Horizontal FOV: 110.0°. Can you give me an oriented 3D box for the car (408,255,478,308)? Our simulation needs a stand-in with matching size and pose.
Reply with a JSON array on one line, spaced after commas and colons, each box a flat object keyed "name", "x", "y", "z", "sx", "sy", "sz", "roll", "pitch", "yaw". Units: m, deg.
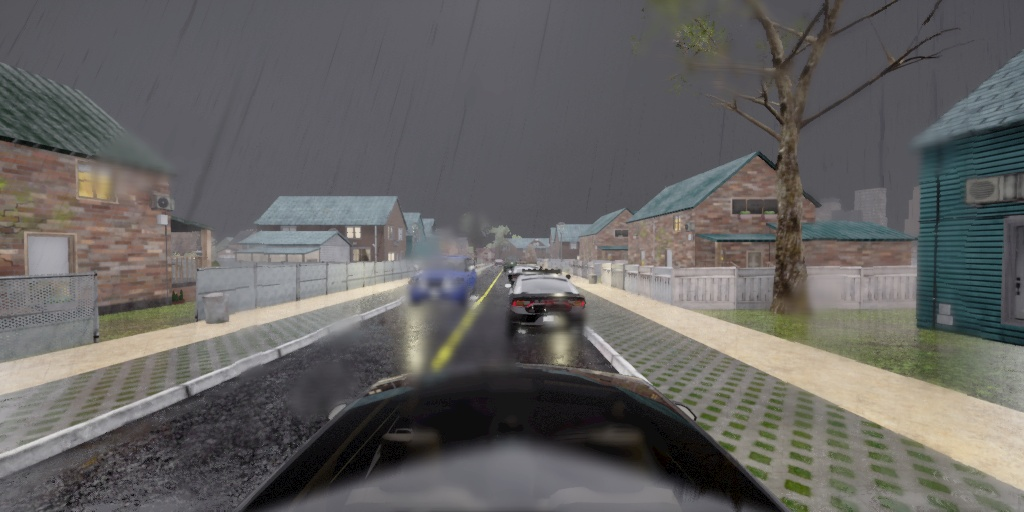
[{"name": "car", "x": -2.747, "y": 0.973, "z": 15.507, "sx": 2.150, "sy": 2.045, "sz": 5.566, "roll": 0, "pitch": 0, "yaw": 0}]

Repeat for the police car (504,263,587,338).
[{"name": "police car", "x": 0.827, "y": 1.175, "z": 10.360, "sx": 1.930, "sy": 1.638, "sz": 5.238, "roll": 0, "pitch": 0, "yaw": 0}]

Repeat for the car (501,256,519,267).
[{"name": "car", "x": 0.029, "y": 1.027, "z": 47.008, "sx": 2.150, "sy": 2.045, "sz": 5.566, "roll": 0, "pitch": 0, "yaw": 0}]

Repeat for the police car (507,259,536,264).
[{"name": "police car", "x": 0.828, "y": 1.182, "z": 20.362, "sx": 1.930, "sy": 1.638, "sz": 5.238, "roll": 0, "pitch": 0, "yaw": 0}]
